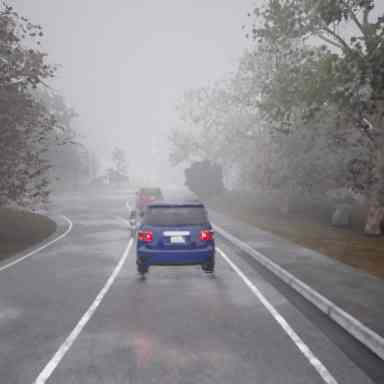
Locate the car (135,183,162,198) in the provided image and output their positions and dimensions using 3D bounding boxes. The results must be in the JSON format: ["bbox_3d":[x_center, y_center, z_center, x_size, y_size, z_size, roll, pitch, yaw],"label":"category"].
[{"bbox_3d":[-3.947,0.535,30.572,2.150,2.045,5.566,-1,4,-13],"label":"car"}]

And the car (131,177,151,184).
[{"bbox_3d":[-11.895,-2.640,77.426,5.008,1.535,1.882,2,5,27],"label":"car"}]

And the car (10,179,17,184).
[{"bbox_3d":[-39.219,-2.232,70.837,1.812,1.442,4.674,3,4,32],"label":"car"}]

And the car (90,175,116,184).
[{"bbox_3d":[-20.442,-2.771,76.538,5.566,2.045,2.150,0,4,0],"label":"car"}]

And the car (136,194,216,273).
[{"bbox_3d":[-0.565,1.247,10.961,2.150,2.045,5.566,0,1,-4],"label":"car"}]
